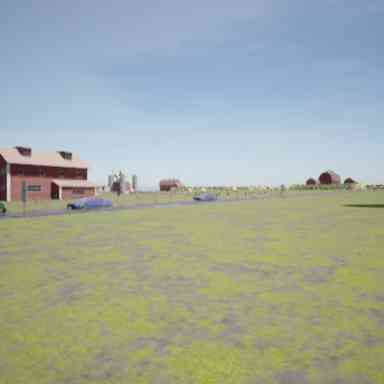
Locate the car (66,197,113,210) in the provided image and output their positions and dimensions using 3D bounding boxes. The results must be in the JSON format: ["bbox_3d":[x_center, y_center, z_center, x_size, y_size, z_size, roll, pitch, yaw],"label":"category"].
[{"bbox_3d":[-11.589,1.251,38.029,2.033,1.411,5.357,0,1,36],"label":"car"}]

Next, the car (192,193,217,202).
[{"bbox_3d":[2.269,0.898,56.868,2.033,1.411,5.357,0,1,36],"label":"car"}]

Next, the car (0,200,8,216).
[{"bbox_3d":[-18.526,1.229,28.520,2.097,1.767,4.553,0,1,36],"label":"car"}]
